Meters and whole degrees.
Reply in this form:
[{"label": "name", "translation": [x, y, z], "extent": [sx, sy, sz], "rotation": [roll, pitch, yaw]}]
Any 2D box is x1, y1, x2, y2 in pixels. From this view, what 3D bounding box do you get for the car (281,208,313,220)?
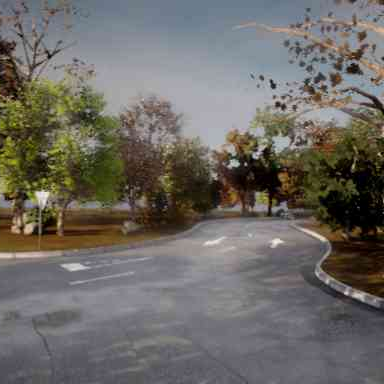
[{"label": "car", "translation": [13.945, 2.819, 43.147], "extent": [4.902, 1.511, 2.128], "rotation": [1, -2, -10]}]
